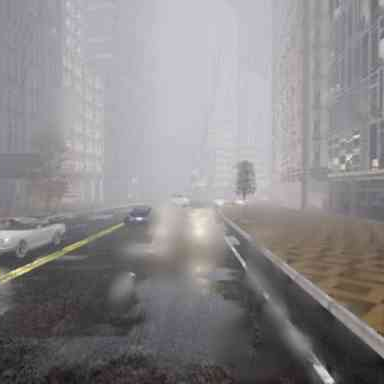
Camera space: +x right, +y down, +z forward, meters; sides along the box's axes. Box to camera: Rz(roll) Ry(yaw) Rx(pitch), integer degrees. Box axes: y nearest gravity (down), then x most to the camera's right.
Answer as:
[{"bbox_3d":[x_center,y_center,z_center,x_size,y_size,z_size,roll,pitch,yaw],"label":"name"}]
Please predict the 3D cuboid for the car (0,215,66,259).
[{"bbox_3d":[-6.575,1.602,12.654,1.895,1.301,4.718,0,0,0],"label":"car"}]

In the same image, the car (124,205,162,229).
[{"bbox_3d":[-3.145,1.565,21.897,1.994,1.385,4.181,0,0,0],"label":"car"}]

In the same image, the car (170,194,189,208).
[{"bbox_3d":[-1.768,1.249,48.939,2.150,2.045,5.566,0,0,7],"label":"car"}]
